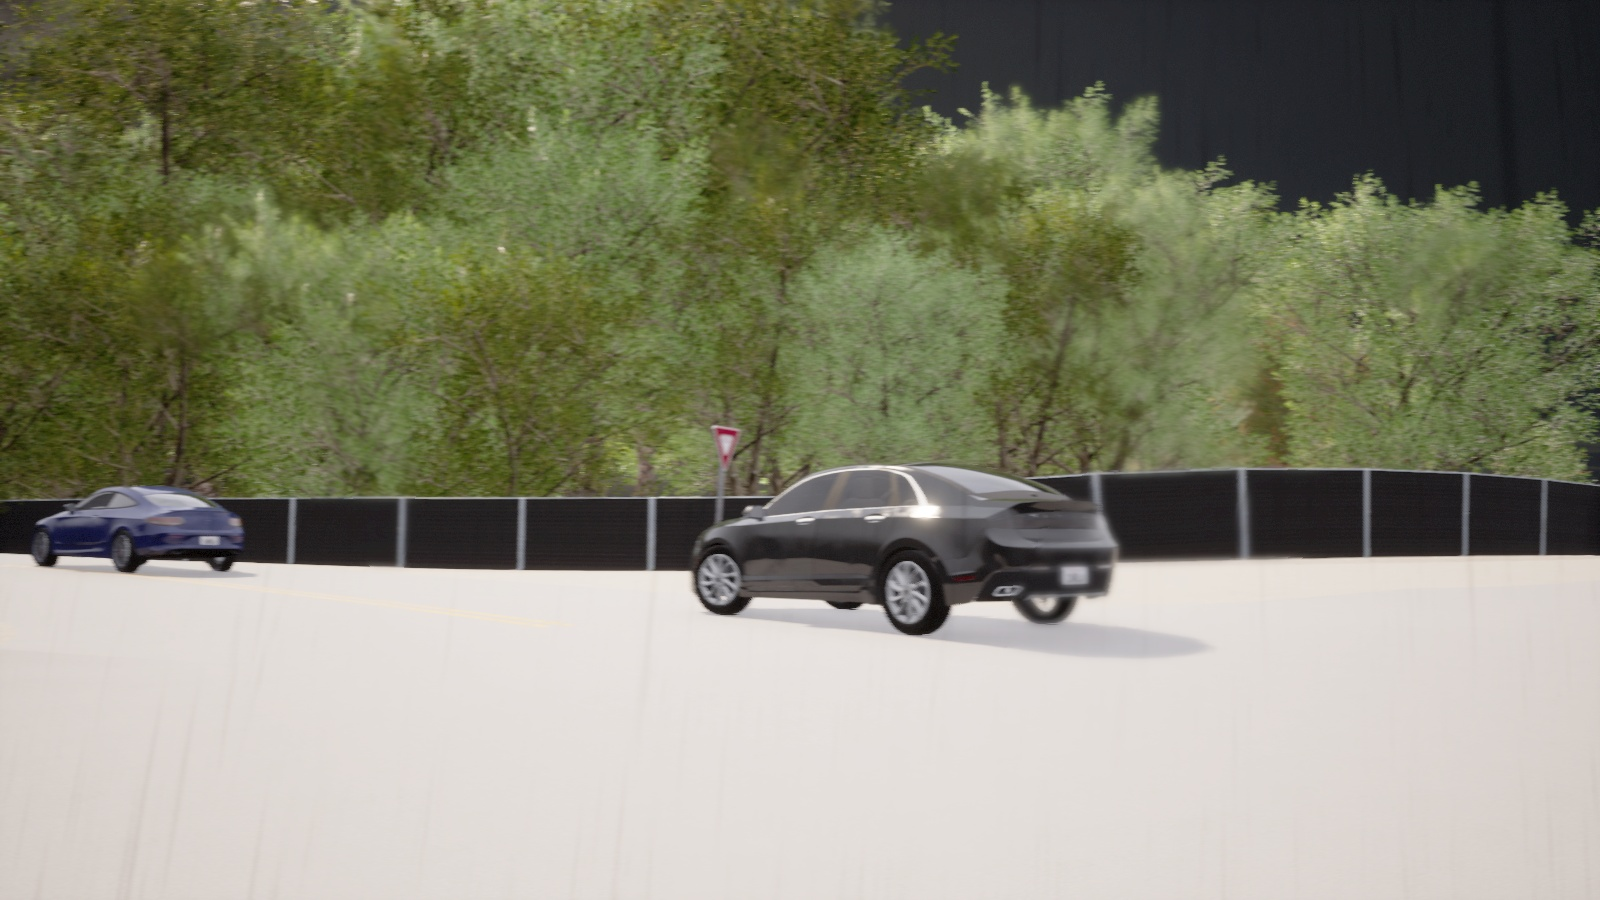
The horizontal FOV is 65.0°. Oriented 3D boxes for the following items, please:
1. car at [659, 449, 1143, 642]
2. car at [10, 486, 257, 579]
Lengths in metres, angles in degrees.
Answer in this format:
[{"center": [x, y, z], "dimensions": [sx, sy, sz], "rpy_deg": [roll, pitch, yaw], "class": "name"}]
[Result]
[{"center": [0.708, 0.901, 12.176], "dimensions": [1.837, 1.490, 4.892], "rpy_deg": [3, -5, -38], "class": "car"}, {"center": [-11.577, 1.397, 21.713], "dimensions": [4.674, 1.442, 1.812], "rpy_deg": [-2, -4, 35], "class": "car"}]
